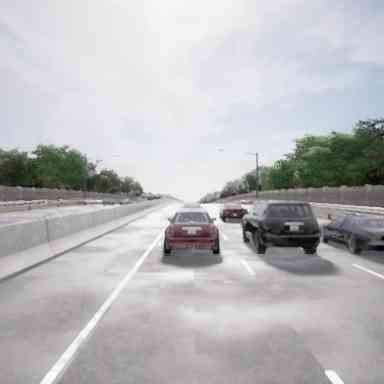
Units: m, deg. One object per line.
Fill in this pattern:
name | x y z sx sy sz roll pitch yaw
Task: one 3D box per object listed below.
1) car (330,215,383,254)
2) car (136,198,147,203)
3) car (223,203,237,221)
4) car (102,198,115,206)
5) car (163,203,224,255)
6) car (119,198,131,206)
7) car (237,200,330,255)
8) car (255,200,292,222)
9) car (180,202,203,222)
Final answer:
car | 6.996 1.676 14.018 2.033 1.411 5.357 0 0 0
car | -10.528 2.062 70.034 1.882 1.535 5.008 0 -1 0
car | 3.495 1.707 29.499 1.882 1.535 5.008 0 0 0
car | -17.528 2.084 70.031 1.837 1.490 4.892 0 -1 0
car | -0.003 1.480 14.105 2.097 1.767 4.553 0 -1 0
car | -14.028 2.109 70.032 2.128 1.511 4.902 0 -1 0
car | 3.496 1.346 14.044 2.150 2.045 5.566 0 0 0
car | 6.992 1.577 29.108 2.097 1.767 4.553 0 0 0
car | -0.005 1.707 29.492 1.882 1.535 5.008 0 0 0
